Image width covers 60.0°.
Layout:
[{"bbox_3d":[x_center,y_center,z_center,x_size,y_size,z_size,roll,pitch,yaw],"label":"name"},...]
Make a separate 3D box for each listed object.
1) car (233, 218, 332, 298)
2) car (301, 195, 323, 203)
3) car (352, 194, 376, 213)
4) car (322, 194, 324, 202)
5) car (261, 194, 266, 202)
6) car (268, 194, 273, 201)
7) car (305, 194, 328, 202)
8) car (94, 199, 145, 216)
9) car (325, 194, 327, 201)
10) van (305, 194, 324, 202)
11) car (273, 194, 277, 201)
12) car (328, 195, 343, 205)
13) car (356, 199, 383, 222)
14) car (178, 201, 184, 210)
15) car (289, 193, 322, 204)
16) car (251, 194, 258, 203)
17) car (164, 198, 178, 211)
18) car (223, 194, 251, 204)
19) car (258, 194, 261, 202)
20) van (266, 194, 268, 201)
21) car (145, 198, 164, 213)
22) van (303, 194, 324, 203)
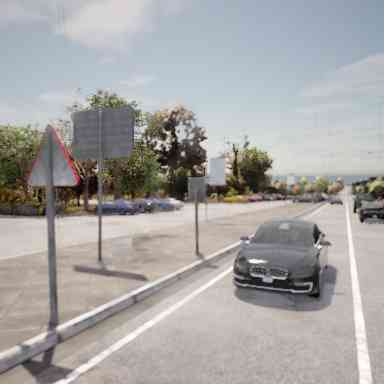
[{"bbox_3d":[2.551,1.516,8.855,1.837,1.490,4.892,0,0,25],"label":"car"},{"bbox_3d":[27.648,1.538,76.588,4.553,1.767,2.185,0,-1,25],"label":"car"},{"bbox_3d":[19.525,1.279,37.743,2.150,2.045,5.566,0,0,26],"label":"car"},{"bbox_3d":[22.899,1.315,66.434,5.566,2.045,2.435,0,0,25],"label":"car"},{"bbox_3d":[14.580,1.485,79.483,4.553,1.767,2.185,0,-1,25],"label":"car"},{"bbox_3d":[18.046,1.741,87.081,4.674,1.452,2.002,0,-1,25],"label":"car"},{"bbox_3d":[33.450,1.569,89.350,5.566,2.045,2.435,0,-1,25],"label":"car"},{"bbox_3d":[-7.294,1.487,32.189,4.674,1.452,2.002,0,0,25],"label":"car"},{"bbox_3d":[26.422,1.385,74.071,5.566,2.045,2.435,0,-1,25],"label":"car"},{"bbox_3d":[31.029,1.532,84.292,4.442,1.987,1.878,0,-1,25],"label":"van"},{"bbox_3d":[19.376,1.729,89.535,5.366,1.575,1.946,0,-1,25],"label":"car"},{"bbox_3d":[25.796,1.645,59.289,1.994,1.385,4.181,0,0,25],"label":"car"},{"bbox_3d":[14.212,1.546,26.196,1.837,1.490,4.892,0,-1,25],"label":"car"},{"bbox_3d":[-3.228,1.502,40.993,4.674,1.452,2.002,0,0,25],"label":"car"},{"bbox_3d":[21.755,1.552,63.875,4.892,1.521,2.231,0,0,25],"label":"car"},{"bbox_3d":[11.047,1.541,71.911,5.008,1.535,2.097,0,0,25],"label":"car"},{"bbox_3d":[-4.555,1.457,38.138,5.008,1.535,2.097,0,0,25],"label":"car"},{"bbox_3d":[8.721,1.512,66.851,5.008,1.535,2.097,0,0,25],"label":"car"},{"bbox_3d":[12.217,1.601,74.440,4.674,1.452,2.002,0,0,25],"label":"car"},{"bbox_3d":[15.610,1.412,82.071,4.442,1.987,1.878,0,-1,25],"label":"van"},{"bbox_3d":[-5.918,1.453,35.162,4.892,1.521,2.231,0,0,25],"label":"car"},{"bbox_3d":[28.898,1.470,79.101,4.442,1.987,1.878,0,-1,25],"label":"van"}]
